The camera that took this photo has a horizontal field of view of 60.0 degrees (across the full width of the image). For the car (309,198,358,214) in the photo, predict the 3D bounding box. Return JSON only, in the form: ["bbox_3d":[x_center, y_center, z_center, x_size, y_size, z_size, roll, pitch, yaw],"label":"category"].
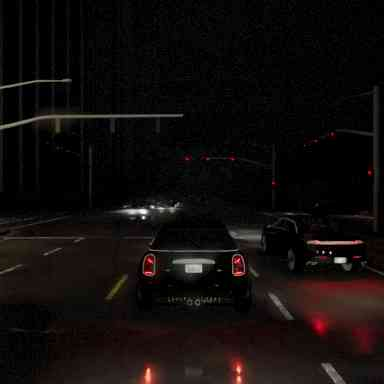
[{"bbox_3d":[14.609,1.407,34.669,4.553,1.767,2.097,0,0,2],"label":"car"}]

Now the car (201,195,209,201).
[{"bbox_3d":[3.341,1.478,87.916,1.882,1.535,5.008,0,0,0],"label":"car"}]

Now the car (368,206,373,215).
[{"bbox_3d":[19.120,1.560,31.116,4.892,1.490,1.837,0,0,0],"label":"car"}]

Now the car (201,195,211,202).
[{"bbox_3d":[3.359,1.500,77.817,1.837,1.490,4.892,0,0,0],"label":"car"}]

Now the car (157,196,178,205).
[{"bbox_3d":[-3.687,1.352,50.504,2.097,1.767,4.553,0,0,0],"label":"car"}]

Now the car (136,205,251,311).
[{"bbox_3d":[0.043,1.352,7.919,2.097,1.767,4.553,0,0,0],"label":"car"}]

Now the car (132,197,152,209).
[{"bbox_3d":[-7.183,1.601,46.505,1.895,1.301,4.718,0,0,0],"label":"car"}]

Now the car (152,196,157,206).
[{"bbox_3d":[-7.186,1.526,55.832,1.812,1.442,4.674,0,0,0],"label":"car"}]

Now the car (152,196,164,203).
[{"bbox_3d":[-7.128,1.540,70.460,2.033,1.411,5.357,0,0,0],"label":"car"}]

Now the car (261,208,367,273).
[{"bbox_3d":[3.600,1.492,10.729,2.128,1.511,4.902,0,0,-3],"label":"car"}]

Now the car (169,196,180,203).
[{"bbox_3d":[-3.627,1.540,70.014,2.033,1.411,5.357,0,0,0],"label":"car"}]

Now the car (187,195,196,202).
[{"bbox_3d":[-0.141,1.478,77.833,1.882,1.535,5.008,0,0,0],"label":"car"}]
